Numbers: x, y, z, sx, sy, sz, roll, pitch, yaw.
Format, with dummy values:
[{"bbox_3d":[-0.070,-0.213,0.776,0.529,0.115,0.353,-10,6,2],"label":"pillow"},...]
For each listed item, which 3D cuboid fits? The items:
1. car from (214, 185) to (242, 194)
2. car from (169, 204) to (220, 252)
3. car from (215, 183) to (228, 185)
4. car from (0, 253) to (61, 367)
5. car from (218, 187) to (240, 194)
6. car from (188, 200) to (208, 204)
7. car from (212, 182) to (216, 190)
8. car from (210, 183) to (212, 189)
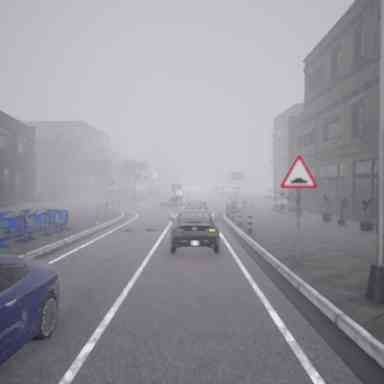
[{"bbox_3d":[8.049,-0.210,71.098,5.366,1.575,1.946,0,3,-1],"label":"car"},{"bbox_3d":[0.105,1.488,13.853,1.837,1.490,4.892,0,0,0],"label":"car"},{"bbox_3d":[8.141,-0.601,76.600,4.553,1.767,2.185,0,3,-1],"label":"car"},{"bbox_3d":[-3.087,1.531,3.825,1.812,1.442,4.674,0,0,0],"label":"car"},{"bbox_3d":[8.207,-0.303,73.856,4.674,1.452,2.002,0,3,-1],"label":"car"},{"bbox_3d":[0.532,1.389,30.034,1.895,1.301,4.718,0,1,4],"label":"car"},{"bbox_3d":[8.171,-0.855,79.347,5.566,2.045,2.435,0,3,-1],"label":"car"},{"bbox_3d":[8.025,-1.082,90.372,4.892,1.521,2.231,0,2,-1],"label":"car"}]
